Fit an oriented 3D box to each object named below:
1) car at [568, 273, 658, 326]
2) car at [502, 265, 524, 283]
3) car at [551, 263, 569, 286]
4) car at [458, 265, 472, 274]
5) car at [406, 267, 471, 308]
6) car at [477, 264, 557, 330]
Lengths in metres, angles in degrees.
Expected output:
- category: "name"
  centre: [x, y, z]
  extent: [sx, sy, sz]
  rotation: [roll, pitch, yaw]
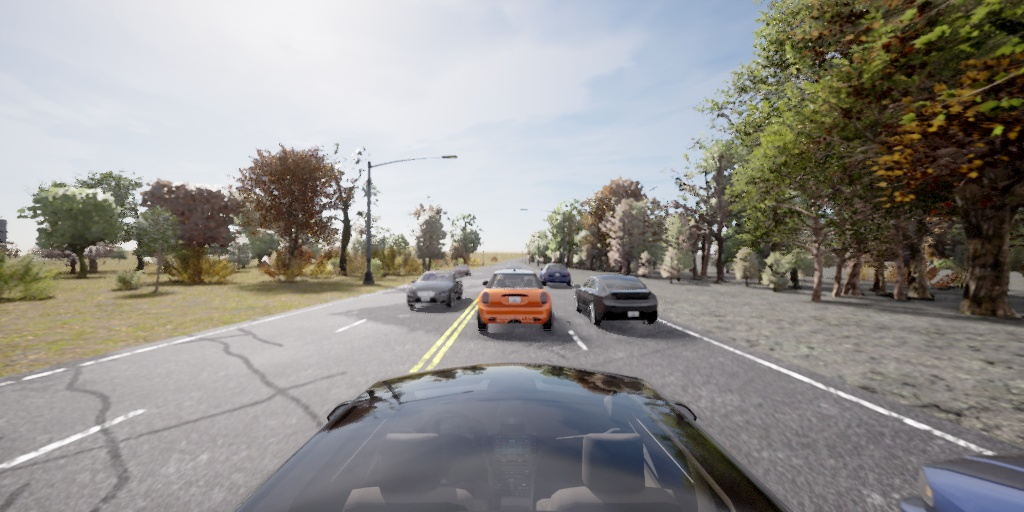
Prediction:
- category: "car"
  centre: [3.333, 1.381, 12.259]
  extent: [1.837, 1.490, 4.892]
  rotation: [0, -1, 0]
- category: "car"
  centre: [0.103, 1.627, 33.842]
  extent: [1.882, 1.535, 5.008]
  rotation: [0, -1, 0]
- category: "car"
  centre: [3.357, 1.405, 28.537]
  extent: [2.097, 1.767, 4.553]
  rotation: [1, 0, 0]
- category: "car"
  centre: [-6.485, 1.849, 46.916]
  extent: [1.812, 1.442, 4.674]
  rotation: [0, -1, 0]
- category: "car"
  centre: [-3.347, 1.425, 16.338]
  extent: [2.128, 1.511, 4.902]
  rotation: [0, -1, 0]
- category: "car"
  centre: [0.081, 1.227, 11.743]
  extent: [2.097, 1.767, 4.553]
  rotation: [0, -1, 0]
